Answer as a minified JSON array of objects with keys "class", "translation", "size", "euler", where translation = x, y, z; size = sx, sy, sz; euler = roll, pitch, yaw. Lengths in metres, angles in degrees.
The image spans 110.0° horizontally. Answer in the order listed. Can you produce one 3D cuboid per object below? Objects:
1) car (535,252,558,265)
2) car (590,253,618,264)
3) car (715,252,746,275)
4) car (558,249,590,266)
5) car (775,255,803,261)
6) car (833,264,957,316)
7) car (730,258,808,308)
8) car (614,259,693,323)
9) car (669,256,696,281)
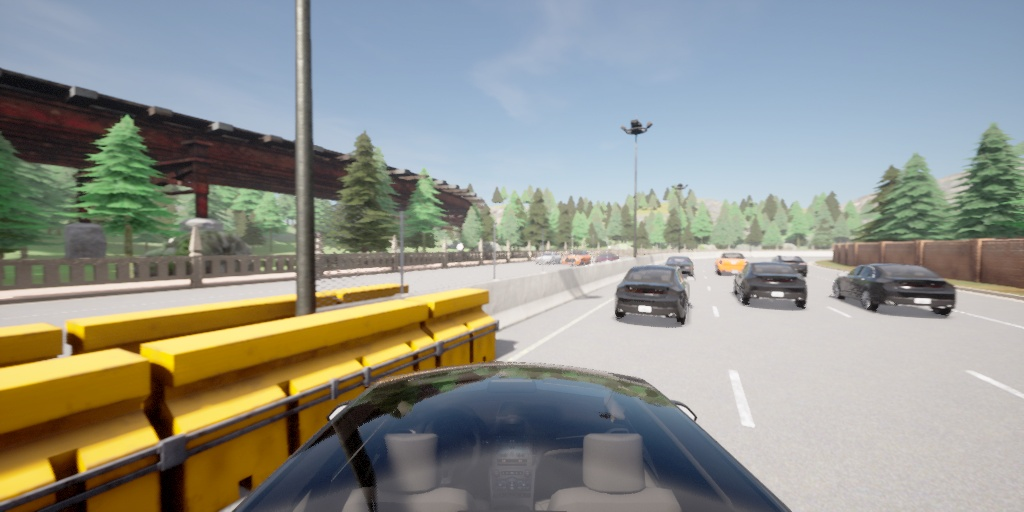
[{"class":"car","translation":[4.253,0.262,41.525],"size":[1.812,1.442,4.674],"euler":[1,2,28]},{"class":"car","translation":[9.916,0.396,37.257],"size":[1.812,1.442,4.674],"euler":[1,2,28]},{"class":"car","translation":[17.147,0.491,28.055],"size":[2.097,1.767,4.553],"euler":[1,2,27]},{"class":"car","translation":[7.079,0.157,39.349],"size":[2.097,1.767,4.553],"euler":[1,2,28]},{"class":"car","translation":[20.364,0.680,26.662],"size":[2.128,1.511,4.902],"euler":[1,2,27]},{"class":"car","translation":[13.102,1.026,12.598],"size":[1.837,1.490,4.892],"euler":[1,1,27]},{"class":"car","translation":[9.835,0.978,13.901],"size":[1.837,1.490,4.892],"euler":[1,1,27]},{"class":"car","translation":[4.510,1.028,11.271],"size":[1.837,1.490,4.892],"euler":[1,2,28]},{"class":"car","translation":[11.898,0.729,25.563],"size":[2.033,1.411,5.357],"euler":[1,2,28]}]
